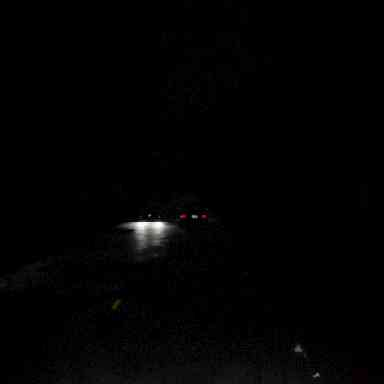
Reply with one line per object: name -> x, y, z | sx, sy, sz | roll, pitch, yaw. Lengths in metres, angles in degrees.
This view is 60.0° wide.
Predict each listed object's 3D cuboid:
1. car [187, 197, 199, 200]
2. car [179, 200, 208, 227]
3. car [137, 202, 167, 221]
car -> 0.095, 1.434, 42.633 | 1.882, 1.535, 5.008 | 0, 0, 0
car -> 0.104, 1.515, 22.422 | 2.033, 1.411, 5.357 | 0, 0, 0
car -> -3.095, 1.528, 26.389 | 1.994, 1.385, 4.181 | 0, 0, 0
